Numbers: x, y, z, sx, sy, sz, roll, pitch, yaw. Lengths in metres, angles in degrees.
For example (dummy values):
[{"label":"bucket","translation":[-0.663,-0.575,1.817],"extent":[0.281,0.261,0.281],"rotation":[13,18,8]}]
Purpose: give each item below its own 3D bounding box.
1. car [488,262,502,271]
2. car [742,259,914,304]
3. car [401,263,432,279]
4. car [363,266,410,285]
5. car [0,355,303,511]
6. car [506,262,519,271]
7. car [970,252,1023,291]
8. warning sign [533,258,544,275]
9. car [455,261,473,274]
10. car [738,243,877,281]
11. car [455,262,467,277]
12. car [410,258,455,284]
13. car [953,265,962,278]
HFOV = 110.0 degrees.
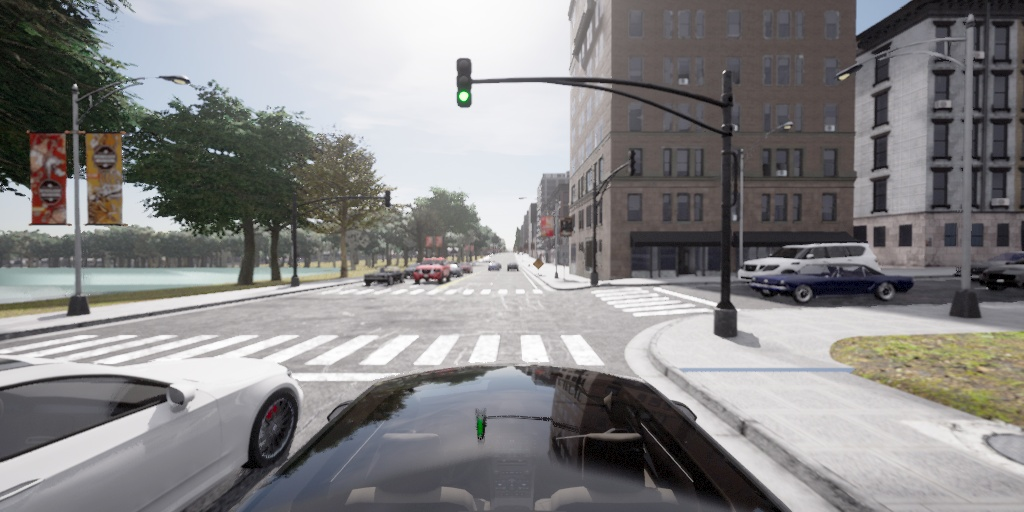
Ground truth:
[{"label":"car","translation":[-3.110,1.793,60.933],"extent":[2.033,1.411,5.357],"rotation":[0,0,0]},{"label":"car","translation":[11.549,0.941,13.233],"extent":[4.718,1.301,1.895],"rotation":[-2,1,-1]},{"label":"car","translation":[-9.825,1.506,37.409],"extent":[1.882,1.535,5.008],"rotation":[0,-1,0]},{"label":"car","translation":[-9.834,1.547,28.005],"extent":[1.895,1.301,4.718],"rotation":[0,0,0]},{"label":"car","translation":[-3.167,1.277,1.922],"extent":[1.812,1.442,4.674],"rotation":[0,0,0]},{"label":"car","translation":[0.136,1.740,59.582],"extent":[1.837,1.490,4.892],"rotation":[0,0,0]},{"label":"car","translation":[20.528,0.599,13.310],"extent":[4.892,1.490,1.837],"rotation":[-2,1,0]},{"label":"warning sign","translation":[2.874,1.163,39.424],"extent":[1.300,1.860,1.060],"rotation":[0,0,0]},{"label":"car","translation":[-6.559,1.621,49.493],"extent":[1.882,1.535,5.008],"rotation":[0,-1,0]},{"label":"car","translation":[13.577,0.457,16.531],"extent":[5.566,2.045,2.150],"rotation":[-2,1,-2]},{"label":"car","translation":[-6.570,1.613,39.588],"extent":[1.994,1.385,4.181],"rotation":[0,-1,1]},{"label":"car","translation":[-6.582,1.187,30.202],"extent":[2.150,2.045,5.566],"rotation":[0,-1,0]},{"label":"car","translation":[24.011,0.498,16.585],"extent":[5.357,1.411,2.033],"rotation":[-2,1,0]}]
